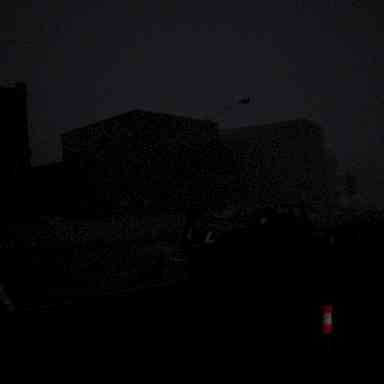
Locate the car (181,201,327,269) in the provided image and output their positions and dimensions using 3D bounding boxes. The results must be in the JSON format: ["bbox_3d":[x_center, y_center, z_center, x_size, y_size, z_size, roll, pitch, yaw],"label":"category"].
[{"bbox_3d":[2.251,1.394,12.222,5.566,2.045,2.435,1,2,-40],"label":"car"}]

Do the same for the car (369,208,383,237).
[{"bbox_3d":[10.628,1.706,19.677,4.892,1.521,2.231,1,2,-43],"label":"car"}]

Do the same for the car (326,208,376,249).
[{"bbox_3d":[6.515,1.675,15.890,4.892,1.521,2.231,1,2,-42],"label":"car"}]
